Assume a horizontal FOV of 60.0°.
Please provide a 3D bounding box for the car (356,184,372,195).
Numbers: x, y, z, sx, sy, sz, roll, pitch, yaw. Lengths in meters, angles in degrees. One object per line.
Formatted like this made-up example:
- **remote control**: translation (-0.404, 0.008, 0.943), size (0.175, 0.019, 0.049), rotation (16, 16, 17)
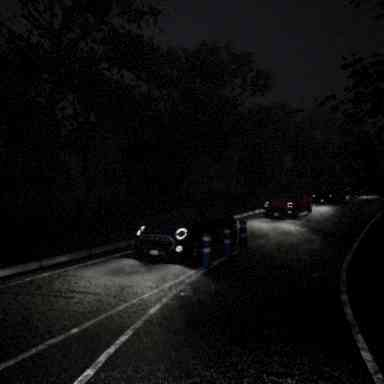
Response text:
- **car**: translation (20.055, -0.518, 39.420), size (1.837, 1.490, 4.892), rotation (-1, 4, 42)

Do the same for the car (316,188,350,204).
- **car**: translation (12.873, 0.286, 31.027), size (1.895, 1.301, 4.718), rotation (0, 3, 40)

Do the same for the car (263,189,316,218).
- **car**: translation (6.555, 0.690, 22.653), size (2.097, 1.767, 4.553), rotation (0, 3, 36)

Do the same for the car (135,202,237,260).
- **car**: translation (-0.062, 1.225, 12.257), size (2.097, 1.767, 4.553), rotation (0, 2, 30)
